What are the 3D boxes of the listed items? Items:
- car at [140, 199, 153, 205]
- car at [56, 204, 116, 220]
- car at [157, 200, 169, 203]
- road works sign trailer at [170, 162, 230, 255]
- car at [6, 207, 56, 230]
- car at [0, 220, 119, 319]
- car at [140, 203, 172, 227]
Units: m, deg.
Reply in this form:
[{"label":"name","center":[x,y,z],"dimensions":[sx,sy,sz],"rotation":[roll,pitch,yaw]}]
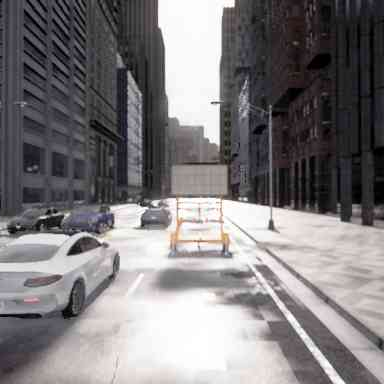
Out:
[{"label":"car","center":[-8.537,2.089,62.261],"dimensions":[1.882,1.535,5.008],"rotation":[0,-1,2]},{"label":"car","center":[-6.157,1.532,20.317],"dimensions":[2.097,1.767,4.553],"rotation":[0,-1,1]},{"label":"car","center":[-5.291,2.149,61.997],"dimensions":[2.033,1.411,5.357],"rotation":[0,-1,2]},{"label":"road works sign trailer","center":[0.316,0.574,13.886],"dimensions":[2.380,3.560,2.880],"rotation":[0,0,1]},{"label":"car","center":[-9.403,1.693,20.505],"dimensions":[1.837,1.490,4.892],"rotation":[0,-1,1]},{"label":"car","center":[-2.960,1.589,7.405],"dimensions":[1.812,1.442,4.674],"rotation":[0,-1,1]},{"label":"car","center":[-2.615,1.782,24.970],"dimensions":[1.994,1.385,4.181],"rotation":[0,-1,1]}]
